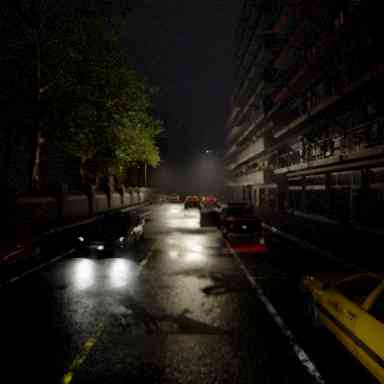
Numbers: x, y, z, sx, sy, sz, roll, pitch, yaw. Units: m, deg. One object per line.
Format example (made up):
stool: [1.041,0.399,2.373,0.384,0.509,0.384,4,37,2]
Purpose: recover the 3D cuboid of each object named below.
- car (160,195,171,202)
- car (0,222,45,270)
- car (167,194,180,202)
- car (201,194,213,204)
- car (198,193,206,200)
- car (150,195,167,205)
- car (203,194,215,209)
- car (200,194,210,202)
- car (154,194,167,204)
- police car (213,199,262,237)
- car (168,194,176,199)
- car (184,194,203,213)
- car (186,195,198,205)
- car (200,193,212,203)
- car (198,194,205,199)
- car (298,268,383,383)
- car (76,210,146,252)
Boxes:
car: [-5.696,1.326,71.428,2.008,1.369,4.403,0,0,0]
car: [-5.691,1.546,9.495,1.802,1.307,4.206,0,0,0]
car: [-3.004,1.013,55.262,1.882,1.535,5.008,0,0,0]
car: [2.685,1.244,60.168,1.967,1.590,4.097,0,0,0]
car: [2.683,1.177,88.319,1.967,1.590,4.097,0,0,0]
car: [-5.695,1.259,54.538,1.967,1.590,4.097,0,0,0]
car: [2.687,1.379,48.908,1.887,1.381,4.507,0,0,0]
car: [2.684,1.215,71.429,1.967,1.590,4.097,0,0,0]
car: [-5.695,1.245,60.166,1.967,1.590,4.097,0,0,0]
police car: [2.367,1.359,17.627,1.930,1.638,5.238,0,0,0]
car: [-5.697,1.276,93.949,2.008,1.369,4.403,0,0,0]
car: [0.046,1.335,41.069,1.882,1.535,5.008,0,0,0]
car: [-0.003,1.299,53.828,1.882,1.535,5.008,0,0,0]
car: [2.684,1.105,65.798,2.192,1.841,5.009,0,0,0]
car: [2.683,1.291,93.950,1.947,1.339,4.313,0,0,0]
car: [2.690,1.509,4.036,1.752,1.417,4.829,0,0,0]
car: [-3.100,1.495,13.920,2.033,1.411,5.357,0,0,0]
